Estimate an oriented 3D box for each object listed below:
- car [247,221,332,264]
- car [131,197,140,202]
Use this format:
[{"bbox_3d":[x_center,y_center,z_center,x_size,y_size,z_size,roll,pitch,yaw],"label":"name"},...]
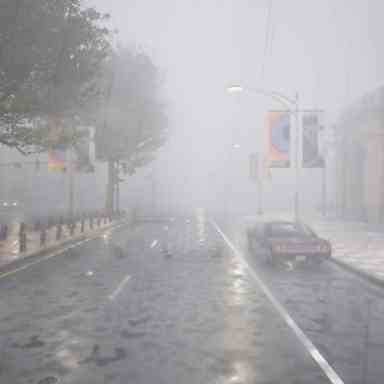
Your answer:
[{"bbox_3d":[3.244,1.709,12.167,1.895,1.301,4.718,0,-1,0],"label":"car"},{"bbox_3d":[-15.042,1.994,87.663,1.882,1.535,5.008,0,-1,0],"label":"car"}]
